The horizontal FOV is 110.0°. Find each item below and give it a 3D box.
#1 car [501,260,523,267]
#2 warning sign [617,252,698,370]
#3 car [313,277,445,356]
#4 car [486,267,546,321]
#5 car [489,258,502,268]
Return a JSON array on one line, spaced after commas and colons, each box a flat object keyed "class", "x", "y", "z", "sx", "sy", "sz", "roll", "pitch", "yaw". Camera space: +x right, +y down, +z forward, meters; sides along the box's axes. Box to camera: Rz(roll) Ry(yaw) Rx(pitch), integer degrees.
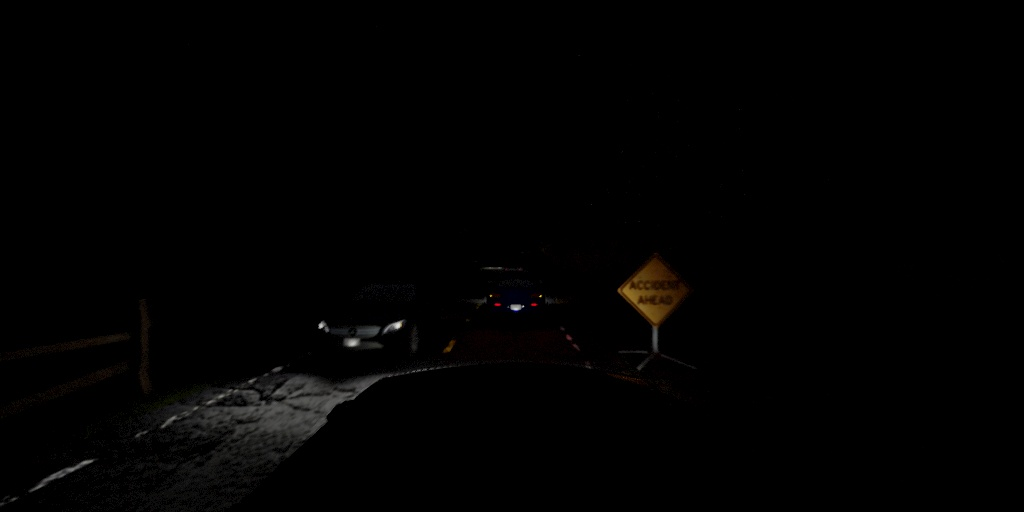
[{"class": "car", "x": 0.141, "y": 1.296, "z": 35.530, "sx": 1.895, "sy": 1.301, "sz": 4.718, "roll": 0, "pitch": 0, "yaw": 0}, {"class": "warning sign", "x": 2.455, "y": 0.863, "z": 6.154, "sx": 1.300, "sy": 1.860, "sz": 1.060, "roll": 0, "pitch": 0, "yaw": 0}, {"class": "car", "x": -2.838, "y": 1.268, "z": 8.695, "sx": 1.812, "sy": 1.442, "sz": 4.674, "roll": 0, "pitch": 0, "yaw": 0}, {"class": "car", "x": 0.115, "y": 1.265, "z": 12.340, "sx": 1.812, "sy": 1.442, "sz": 4.674, "roll": 0, "pitch": 0, "yaw": 0}, {"class": "car", "x": -2.708, "y": 1.101, "z": 59.467, "sx": 1.882, "sy": 1.535, "sz": 5.008, "roll": 0, "pitch": 0, "yaw": 1}]
